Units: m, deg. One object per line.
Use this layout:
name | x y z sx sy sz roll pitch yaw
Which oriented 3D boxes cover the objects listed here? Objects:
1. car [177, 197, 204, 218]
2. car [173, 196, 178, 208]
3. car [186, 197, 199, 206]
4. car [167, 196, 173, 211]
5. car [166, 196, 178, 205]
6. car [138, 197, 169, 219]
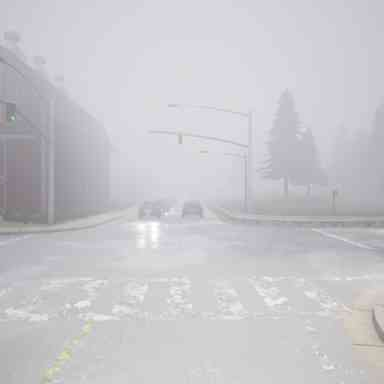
car | 0.033 1.492 30.411 2.128 1.511 4.902 0 0 0
car | -3.539 1.526 49.332 1.812 1.442 4.674 0 0 0
car | 0.062 1.547 55.877 2.033 1.411 5.357 0 0 0
car | -3.555 1.505 39.067 1.837 1.490 4.892 0 0 0
car | -3.486 1.478 59.820 1.882 1.535 5.008 0 0 0
car | -3.568 1.491 29.596 2.128 1.511 4.902 0 0 0
